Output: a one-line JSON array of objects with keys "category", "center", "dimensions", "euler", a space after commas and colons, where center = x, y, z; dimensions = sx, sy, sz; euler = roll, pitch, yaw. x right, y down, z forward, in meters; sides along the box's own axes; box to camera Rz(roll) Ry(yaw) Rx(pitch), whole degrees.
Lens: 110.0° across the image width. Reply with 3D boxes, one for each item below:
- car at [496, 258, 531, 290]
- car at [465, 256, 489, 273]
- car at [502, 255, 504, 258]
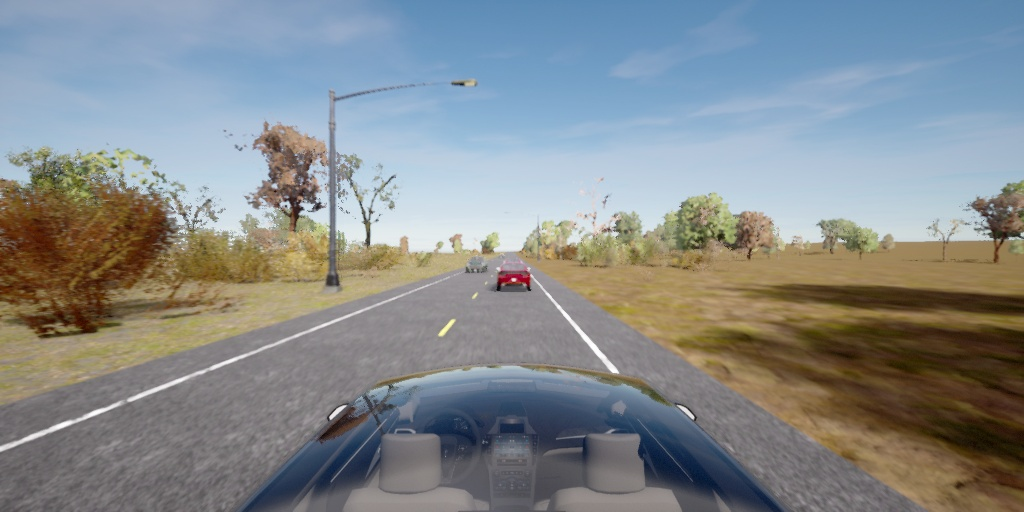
[{"category": "car", "center": [0.098, 1.077, 21.144], "dimensions": [1.882, 1.535, 5.008], "euler": [0, 0, 0]}, {"category": "car", "center": [-3.580, 0.824, 37.279], "dimensions": [2.097, 1.767, 4.553], "euler": [0, 0, 0]}, {"category": "car", "center": [0.097, 0.931, 39.336], "dimensions": [1.882, 1.535, 5.008], "euler": [0, 0, 0]}]
